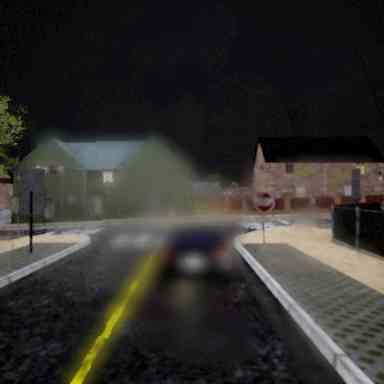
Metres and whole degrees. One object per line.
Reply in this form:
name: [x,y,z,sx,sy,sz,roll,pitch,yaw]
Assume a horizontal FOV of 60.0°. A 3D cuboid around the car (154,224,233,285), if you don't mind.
car: [0.049,1.620,9.733,1.994,1.385,4.181,0,0,0]
